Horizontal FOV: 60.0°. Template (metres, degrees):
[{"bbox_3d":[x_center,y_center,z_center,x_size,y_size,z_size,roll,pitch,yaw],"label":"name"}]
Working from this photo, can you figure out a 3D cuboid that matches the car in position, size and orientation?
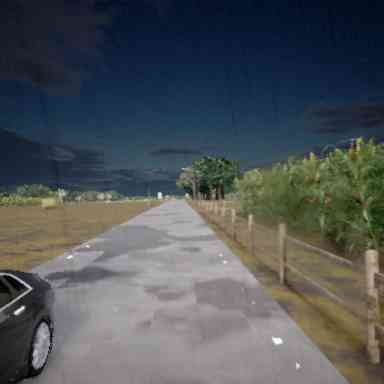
[{"bbox_3d":[-2.763,1.562,2.796,1.837,1.490,4.892,-1,-1,-2],"label":"car"}]
